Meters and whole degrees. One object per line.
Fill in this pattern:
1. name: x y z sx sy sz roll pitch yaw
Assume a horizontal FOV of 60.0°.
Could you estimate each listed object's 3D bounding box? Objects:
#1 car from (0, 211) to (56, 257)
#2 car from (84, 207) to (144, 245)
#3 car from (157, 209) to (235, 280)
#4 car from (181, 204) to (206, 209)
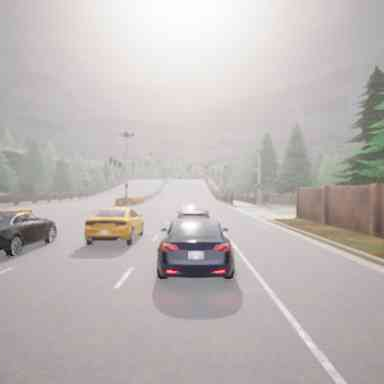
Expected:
1. car: -6.912 1.460 12.794 2.128 1.511 4.902 0 0 0
2. car: -3.415 1.440 15.372 1.882 1.535 5.008 0 -1 0
3. car: 0.091 1.479 9.911 2.163 1.488 4.792 0 0 0
4. car: 0.080 1.445 19.105 2.128 1.511 4.902 0 0 0
